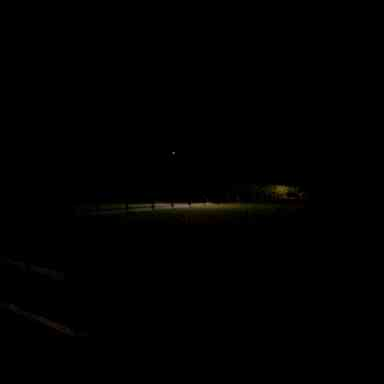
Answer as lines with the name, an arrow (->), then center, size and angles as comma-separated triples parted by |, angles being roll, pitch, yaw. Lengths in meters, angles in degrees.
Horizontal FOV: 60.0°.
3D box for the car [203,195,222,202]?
car -> 3.530, 1.158, 58.074 | 1.994, 1.385, 4.181 | 0, 0, 31
